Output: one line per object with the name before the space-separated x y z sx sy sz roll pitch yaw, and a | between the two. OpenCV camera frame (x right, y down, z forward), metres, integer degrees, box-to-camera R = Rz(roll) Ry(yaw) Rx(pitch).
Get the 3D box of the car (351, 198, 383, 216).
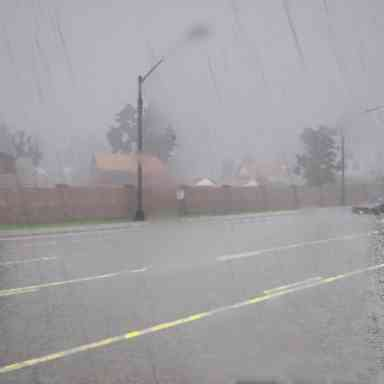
car | 15.608 1.181 28.005 5.357 1.411 2.033 -1 1 -35
